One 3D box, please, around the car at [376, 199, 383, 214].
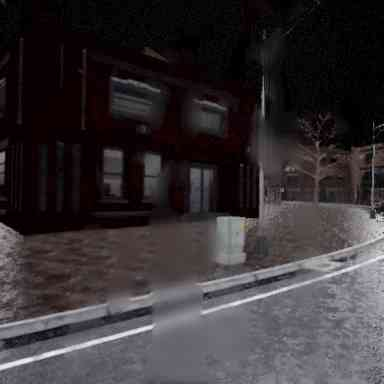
[{"bbox_3d":[19.509,1.450,32.261,2.128,1.511,4.902,1,0,10],"label":"car"}]
